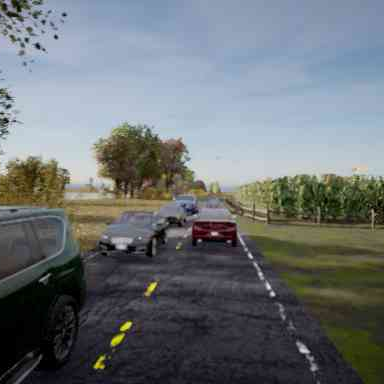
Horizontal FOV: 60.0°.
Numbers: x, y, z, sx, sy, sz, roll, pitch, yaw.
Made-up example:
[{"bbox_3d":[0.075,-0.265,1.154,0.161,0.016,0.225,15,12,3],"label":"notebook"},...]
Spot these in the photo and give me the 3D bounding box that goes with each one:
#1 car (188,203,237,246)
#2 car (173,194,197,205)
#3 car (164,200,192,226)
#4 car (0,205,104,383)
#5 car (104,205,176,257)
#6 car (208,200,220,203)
[{"bbox_3d":[1.052,1.503,15.547,1.882,1.535,5.008,1,0,4],"label":"car"},{"bbox_3d":[-0.615,1.241,34.082,2.150,2.045,5.566,1,0,5],"label":"car"},{"bbox_3d":[-1.371,1.546,23.509,2.033,1.411,5.357,1,0,4],"label":"car"},{"bbox_3d":[-2.731,1.186,2.771,2.150,2.045,5.566,1,0,3],"label":"car"},{"bbox_3d":[-2.076,1.472,12.956,2.128,1.511,4.902,1,0,4],"label":"car"},{"bbox_3d":[2.498,1.614,37.889,2.033,1.411,5.357,1,0,4],"label":"car"}]
